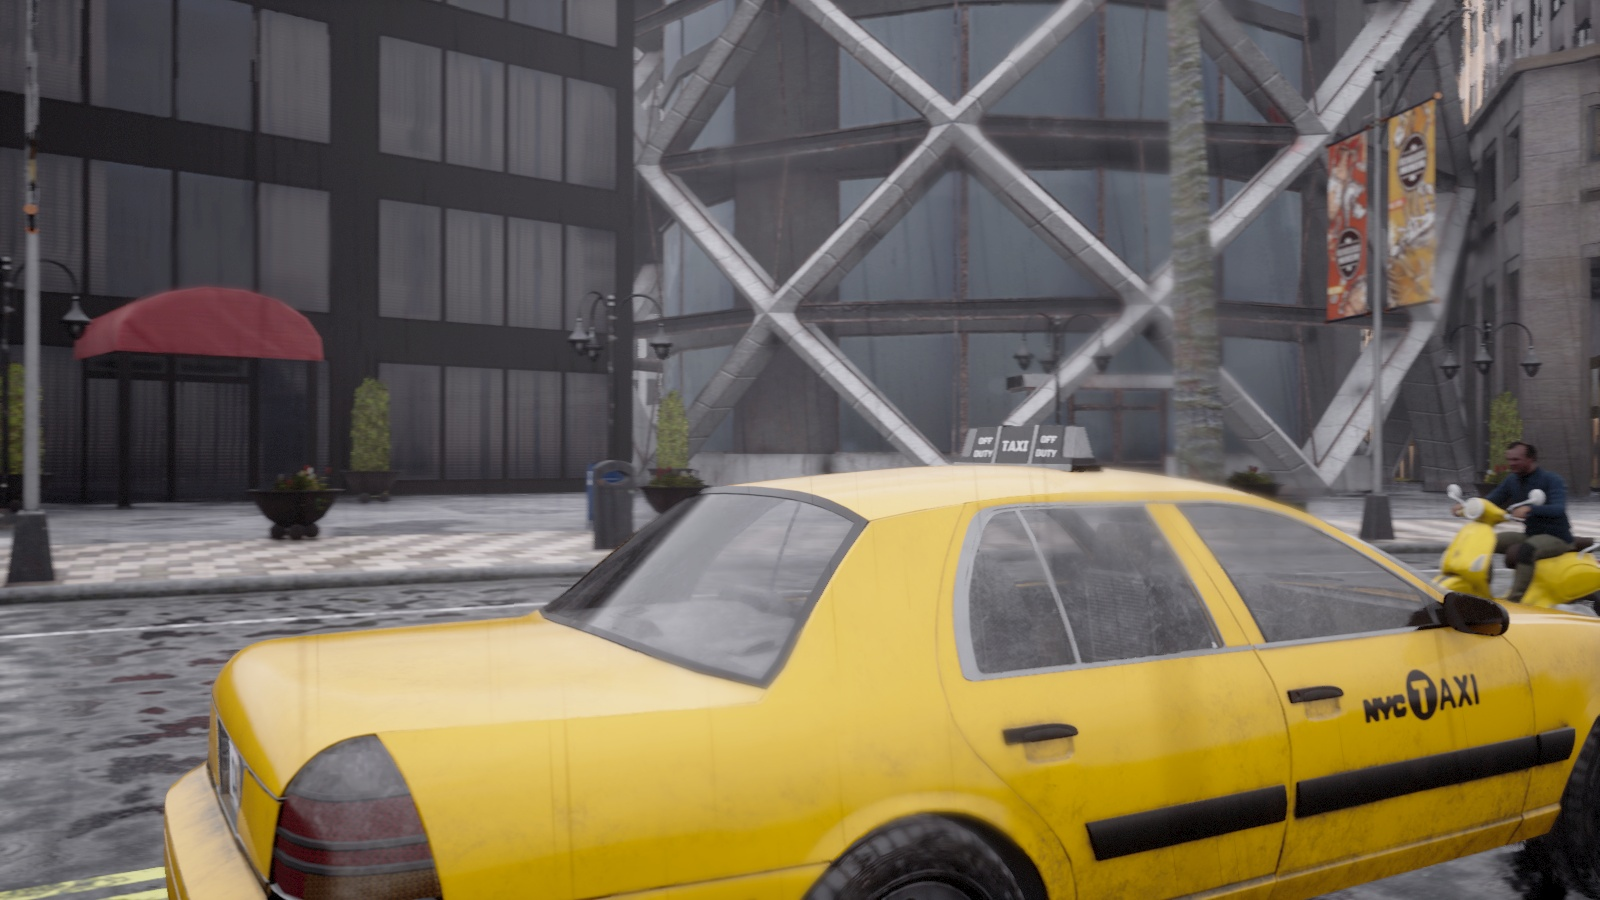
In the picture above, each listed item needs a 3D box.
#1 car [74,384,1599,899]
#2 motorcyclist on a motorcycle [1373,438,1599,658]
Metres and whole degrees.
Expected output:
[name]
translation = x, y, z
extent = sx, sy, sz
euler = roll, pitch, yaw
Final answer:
[car]
translation = 0.794, 0.688, 3.992
extent = 5.366, 1.575, 1.801
euler = 0, 0, -30
[motorcyclist on a motorcycle]
translation = 5.519, 0.705, 9.762
extent = 1.817, 1.590, 0.866
euler = 0, 0, -17
